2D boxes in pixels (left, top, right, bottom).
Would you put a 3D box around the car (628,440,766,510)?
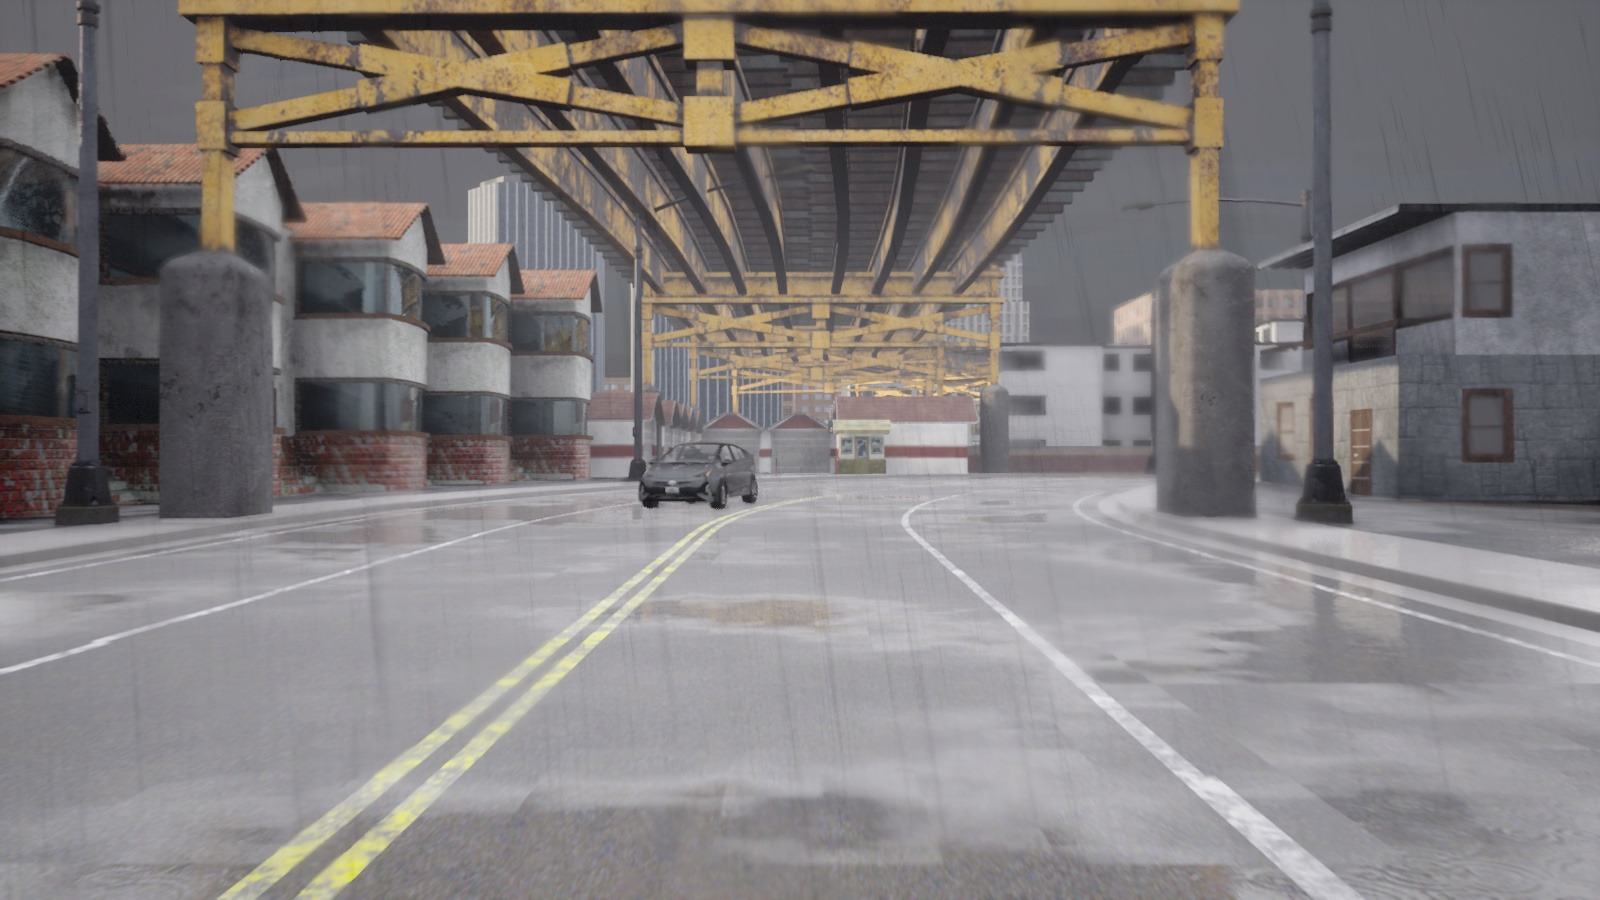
[{"bbox_3d":[-2.337,0.530,29.819,2.007,1.525,4.514,0,0,13],"label":"car"}]
